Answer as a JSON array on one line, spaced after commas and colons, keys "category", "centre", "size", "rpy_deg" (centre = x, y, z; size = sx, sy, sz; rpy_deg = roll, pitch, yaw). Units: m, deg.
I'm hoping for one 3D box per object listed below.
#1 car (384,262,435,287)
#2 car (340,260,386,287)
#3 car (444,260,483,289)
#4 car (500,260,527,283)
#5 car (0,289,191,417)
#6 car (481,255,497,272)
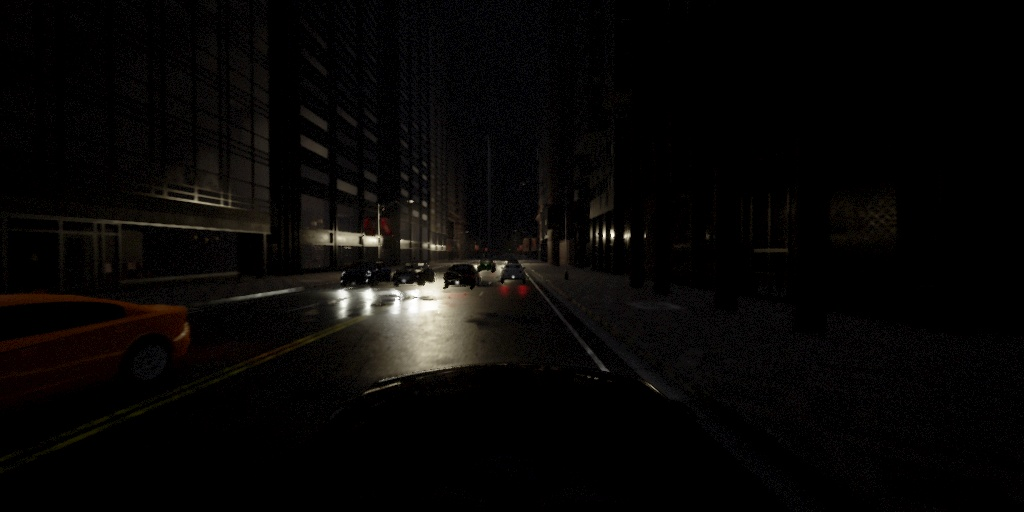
[{"category": "car", "centre": [-6.561, 1.248, 24.272], "size": [2.128, 1.511, 4.902], "rpy_deg": [0, 0, 0]}, {"category": "car", "centre": [-9.810, 1.105, 24.465], "size": [2.097, 1.767, 4.553], "rpy_deg": [0, 0, 0]}, {"category": "car", "centre": [-3.162, 1.261, 23.131], "size": [1.837, 1.490, 4.892], "rpy_deg": [0, 0, 0]}, {"category": "car", "centre": [0.091, 1.281, 28.161], "size": [1.812, 1.442, 4.674], "rpy_deg": [0, 0, 0]}, {"category": "car", "centre": [-6.588, 1.228, 4.176], "size": [1.882, 1.535, 5.008], "rpy_deg": [0, 0, 0]}, {"category": "car", "centre": [-3.155, 1.105, 45.494], "size": [2.097, 1.767, 4.553], "rpy_deg": [0, 0, 0]}]
